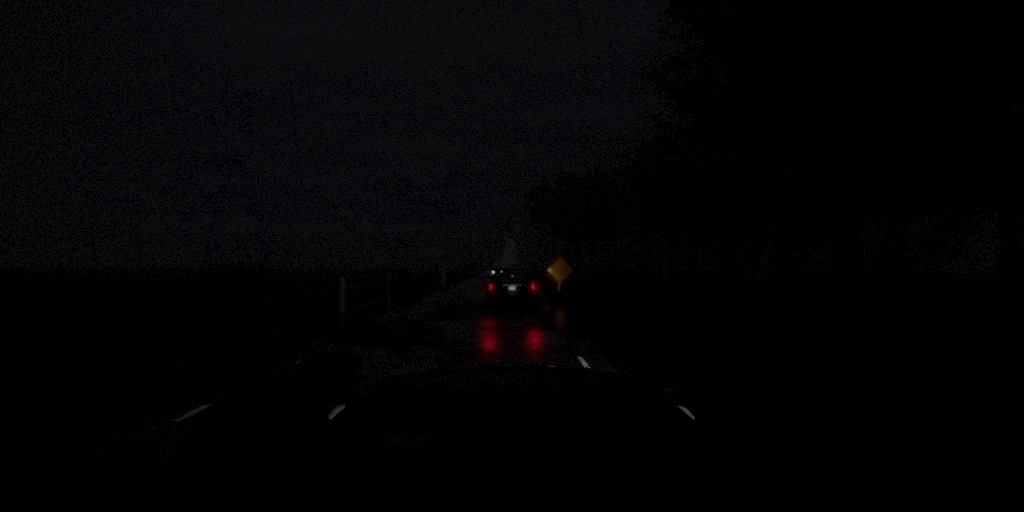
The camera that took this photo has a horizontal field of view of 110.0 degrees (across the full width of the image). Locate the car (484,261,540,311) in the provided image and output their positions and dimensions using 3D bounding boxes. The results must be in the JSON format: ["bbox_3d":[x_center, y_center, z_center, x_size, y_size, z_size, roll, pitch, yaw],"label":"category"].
[{"bbox_3d":[0.032,1.233,15.230,2.097,1.767,4.553,0,-1,1],"label":"car"}]

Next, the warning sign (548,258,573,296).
[{"bbox_3d":[2.461,1.036,18.697,1.300,1.860,1.060,0,0,0],"label":"warning sign"}]
